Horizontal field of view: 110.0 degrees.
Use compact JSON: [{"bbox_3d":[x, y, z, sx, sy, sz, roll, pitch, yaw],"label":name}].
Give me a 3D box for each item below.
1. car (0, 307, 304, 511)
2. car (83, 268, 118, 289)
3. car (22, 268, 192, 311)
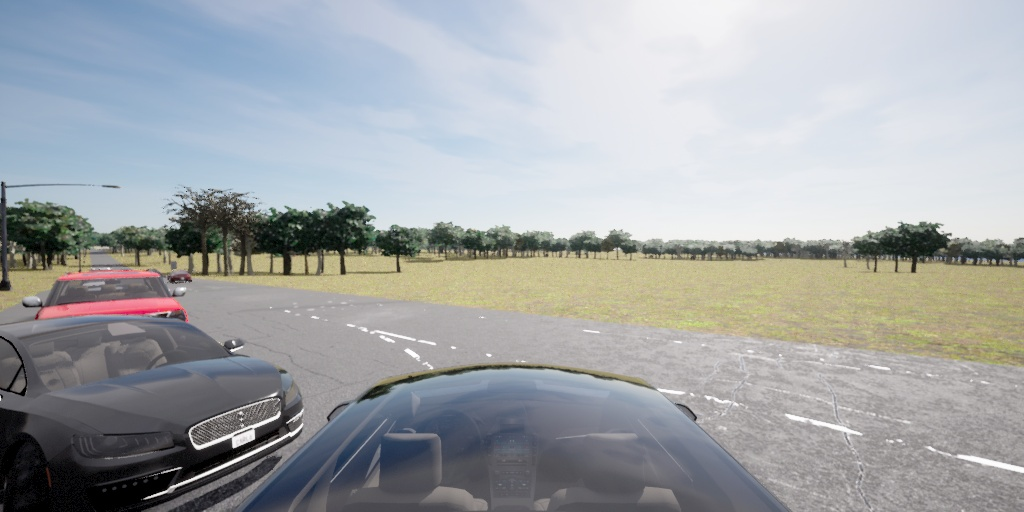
[{"bbox_3d":[-4.593,1.444,3.962,4.892,1.490,1.837,-3,-3,21],"label":"car"},{"bbox_3d":[-44.532,2.330,38.882,5.566,2.045,2.150,-2,0,44],"label":"car"},{"bbox_3d":[-9.545,1.383,8.565,5.566,2.045,2.150,-2,0,40],"label":"car"}]
